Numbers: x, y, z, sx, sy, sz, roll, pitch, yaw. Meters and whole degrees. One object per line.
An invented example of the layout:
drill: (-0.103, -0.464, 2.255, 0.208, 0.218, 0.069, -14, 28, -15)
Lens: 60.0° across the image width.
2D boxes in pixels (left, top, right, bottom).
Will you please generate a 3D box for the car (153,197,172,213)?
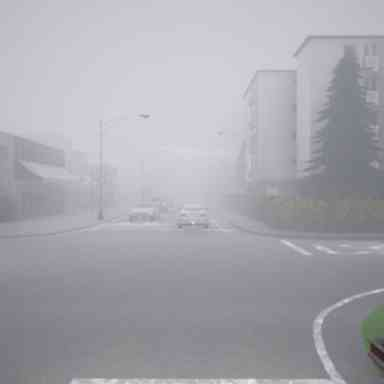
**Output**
car: (-3.654, 1.300, 36.344, 2.097, 1.767, 4.553, 0, 0, 0)

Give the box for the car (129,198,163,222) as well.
car: (-3.686, 1.488, 26.436, 1.812, 1.442, 4.674, 0, 0, 2)

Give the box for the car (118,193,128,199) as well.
car: (-19.075, 1.359, 91.928, 2.007, 1.523, 4.514, 0, 0, 0)

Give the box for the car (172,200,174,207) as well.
car: (-3.656, 1.458, 47.481, 1.812, 1.442, 4.674, 0, 0, 0)

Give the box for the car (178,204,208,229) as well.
car: (0.066, 1.503, 21.454, 1.812, 1.442, 4.674, 0, 0, 0)
